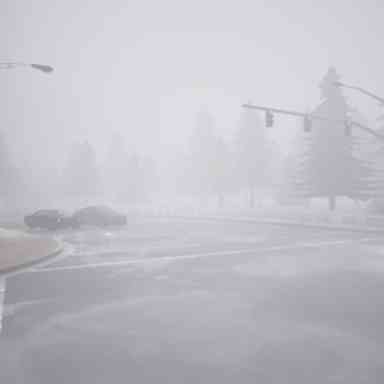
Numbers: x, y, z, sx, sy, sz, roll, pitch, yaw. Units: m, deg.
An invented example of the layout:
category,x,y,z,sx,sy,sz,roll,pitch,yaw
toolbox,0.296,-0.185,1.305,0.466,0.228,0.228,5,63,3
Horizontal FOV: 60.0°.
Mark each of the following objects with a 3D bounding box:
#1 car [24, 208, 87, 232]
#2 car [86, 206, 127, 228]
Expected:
category,x,y,z,sx,sy,sz,roll,pitch,yaw
car,-9.520,1.914,22.773,4.718,1.301,1.895,-1,-1,39
car,-6.922,1.803,25.022,5.008,1.535,1.882,-1,-1,40
